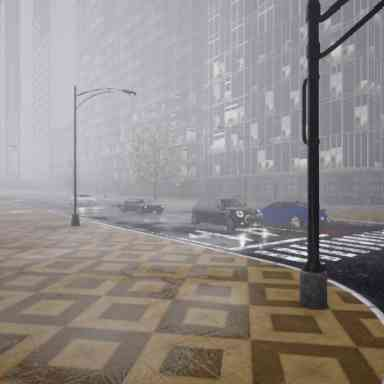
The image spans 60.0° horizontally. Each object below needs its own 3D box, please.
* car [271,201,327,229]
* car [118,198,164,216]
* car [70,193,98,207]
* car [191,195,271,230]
[{"bbox_3d":[5.612,1.254,20.158,1.882,1.535,5.008,0,1,-38],"label":"car"},{"bbox_3d":[-4.212,1.171,27.044,1.895,1.301,4.718,0,1,-38],"label":"car"},{"bbox_3d":[-12.148,0.860,37.157,1.812,1.442,4.674,0,1,-38],"label":"car"},{"bbox_3d":[1.945,1.104,19.239,2.097,1.767,4.553,0,1,-38],"label":"car"}]
